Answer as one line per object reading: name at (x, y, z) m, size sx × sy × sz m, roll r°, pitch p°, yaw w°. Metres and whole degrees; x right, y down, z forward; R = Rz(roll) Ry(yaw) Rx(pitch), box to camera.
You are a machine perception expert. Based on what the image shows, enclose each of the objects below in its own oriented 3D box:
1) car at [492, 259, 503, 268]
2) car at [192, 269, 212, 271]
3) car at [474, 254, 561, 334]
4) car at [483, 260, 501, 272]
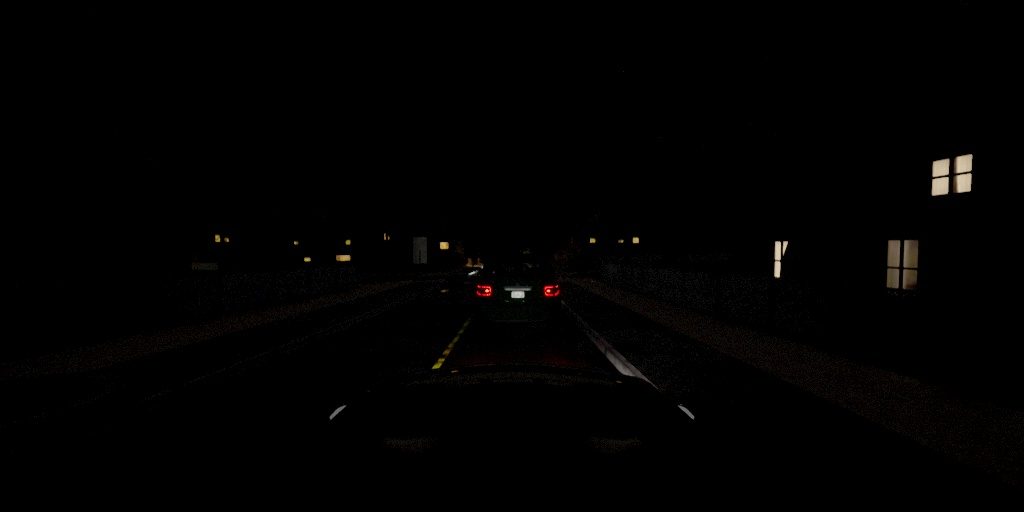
car at (-2.485, 1.320, 62.912) m, size 1.812 × 1.442 × 4.674 m, roll 0°, pitch 0°, yaw 1°
car at (-26.978, 1.761, 31.310) m, size 4.718 × 1.301 × 1.895 m, roll -1°, pitch 2°, yaw 0°
car at (0.143, 0.966, 10.751) m, size 2.150 × 2.045 × 5.566 m, roll 0°, pitch 0°, yaw 0°
car at (-2.596, 1.256, 47.822) m, size 2.128 × 1.511 × 4.902 m, roll 0°, pitch 0°, yaw 0°
